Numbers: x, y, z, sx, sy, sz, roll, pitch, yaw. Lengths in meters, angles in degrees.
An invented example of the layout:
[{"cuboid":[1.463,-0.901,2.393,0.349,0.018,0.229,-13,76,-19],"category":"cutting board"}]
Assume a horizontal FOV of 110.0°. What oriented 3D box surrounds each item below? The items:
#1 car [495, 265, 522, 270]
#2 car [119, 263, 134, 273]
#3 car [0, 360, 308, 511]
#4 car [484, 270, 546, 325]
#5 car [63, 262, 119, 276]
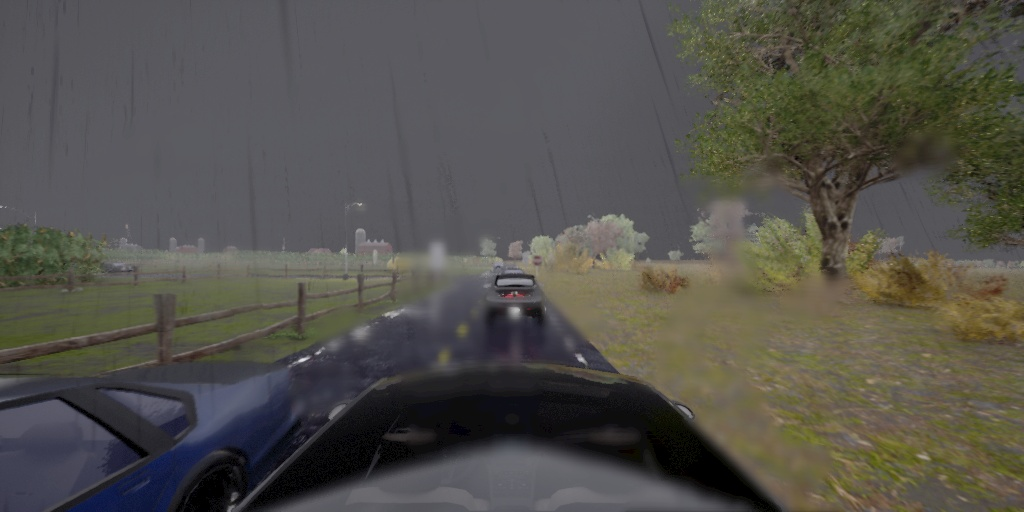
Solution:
[{"cuboid":[0.091,1.538,24.911,2.033,1.411,5.357,0,-1,-1],"category":"car"},{"cuboid":[-45.456,1.384,40.307,5.357,1.411,2.033,0,0,0],"category":"car"},{"cuboid":[-2.852,1.290,1.015,2.033,1.411,5.357,0,-1,0],"category":"car"},{"cuboid":[0.106,1.358,12.279,1.837,1.490,4.892,0,-2,0],"category":"car"},{"cuboid":[-44.522,1.406,37.463,4.181,1.385,1.994,0,0,0],"category":"car"}]
